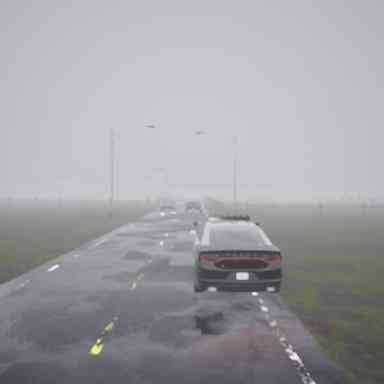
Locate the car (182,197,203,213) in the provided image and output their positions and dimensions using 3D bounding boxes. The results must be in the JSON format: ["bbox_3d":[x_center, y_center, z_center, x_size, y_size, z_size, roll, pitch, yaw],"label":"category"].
[{"bbox_3d":[0.158,1.510,37.250,1.837,1.490,4.892,0,0,0],"label":"car"}]

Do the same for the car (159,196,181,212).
[{"bbox_3d":[-2.760,1.552,39.769,2.033,1.411,5.357,0,0,0],"label":"car"}]

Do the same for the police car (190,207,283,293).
[{"bbox_3d":[0.983,1.428,9.031,1.930,1.638,5.238,0,0,0],"label":"police car"}]

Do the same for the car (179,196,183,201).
[{"bbox_3d":[-2.579,1.561,74.971,1.994,1.385,4.181,0,0,0],"label":"car"}]

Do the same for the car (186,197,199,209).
[{"bbox_3d":[0.136,1.530,47.415,1.812,1.442,4.674,0,0,1],"label":"car"}]
